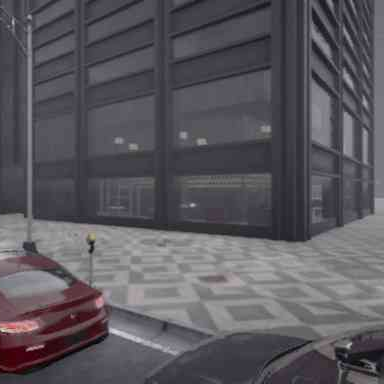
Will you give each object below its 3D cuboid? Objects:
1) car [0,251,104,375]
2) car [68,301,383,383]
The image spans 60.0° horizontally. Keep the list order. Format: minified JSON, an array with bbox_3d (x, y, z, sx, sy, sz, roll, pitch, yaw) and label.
[{"bbox_3d":[-3.066,1.592,5.148,4.206,1.307,1.802,0,0,35],"label":"car"},{"bbox_3d":[1.522,1.551,1.876,4.403,1.369,2.008,0,0,35],"label":"car"}]
